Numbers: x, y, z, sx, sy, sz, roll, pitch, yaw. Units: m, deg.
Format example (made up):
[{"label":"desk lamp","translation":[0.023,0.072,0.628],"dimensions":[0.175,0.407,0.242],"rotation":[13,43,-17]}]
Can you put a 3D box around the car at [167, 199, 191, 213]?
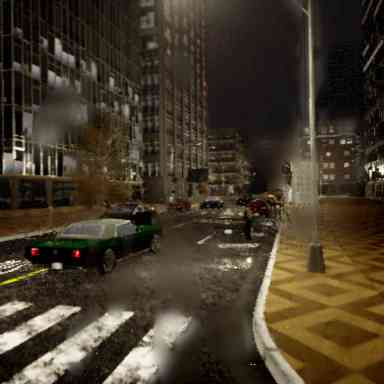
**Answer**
[{"label":"car","translation":[-1.278,1.354,33.807],"dimensions":[1.802,1.307,4.206],"rotation":[0,0,16]}]

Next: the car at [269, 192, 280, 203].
[{"label":"car","translation":[9.939,1.062,42.279],"dimensions":[1.752,1.417,4.829],"rotation":[0,0,16]}]

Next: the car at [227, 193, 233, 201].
[{"label":"car","translation":[6.496,1.056,60.317],"dimensions":[1.752,1.417,4.829],"rotation":[0,0,16]}]

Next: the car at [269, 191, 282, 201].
[{"label":"car","translation":[13.017,0.756,52.784],"dimensions":[2.192,1.841,5.009],"rotation":[0,0,16]}]

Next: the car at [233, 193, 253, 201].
[{"label":"car","translation":[6.522,1.085,39.861],"dimensions":[1.882,1.535,5.008],"rotation":[-1,0,16]}]

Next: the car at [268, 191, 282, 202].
[{"label":"car","translation":[14.582,0.708,58.118],"dimensions":[2.192,1.841,5.009],"rotation":[0,0,16]}]

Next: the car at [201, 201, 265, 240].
[{"label":"car","translation":[2.069,1.333,15.443],"dimensions":[2.008,1.369,4.403],"rotation":[0,0,16]}]

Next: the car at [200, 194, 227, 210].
[{"label":"car","translation":[2.231,1.262,36.526],"dimensions":[1.994,1.385,4.181],"rotation":[-1,0,17]}]

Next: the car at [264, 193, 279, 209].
[{"label":"car","translation":[8.327,1.132,36.782],"dimensions":[1.887,1.381,4.507],"rotation":[0,0,16]}]

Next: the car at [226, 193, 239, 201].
[{"label":"car","translation":[8.108,0.921,65.814],"dimensions":[1.967,1.590,4.097],"rotation":[0,0,16]}]

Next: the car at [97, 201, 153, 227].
[{"label":"car","translation":[-4.455,1.397,22.973],"dimensions":[1.752,1.417,4.829],"rotation":[0,0,16]}]

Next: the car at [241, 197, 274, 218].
[{"label":"car","translation":[5.198,1.267,26.113],"dimensions":[1.802,1.307,4.206],"rotation":[0,0,16]}]

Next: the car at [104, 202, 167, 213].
[{"label":"car","translation":[-3.355,1.364,17.555],"dimensions":[2.128,1.511,4.902],"rotation":[-1,0,16]}]

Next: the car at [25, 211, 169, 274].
[{"label":"car","translation":[-2.565,1.487,10.200],"dimensions":[1.895,1.301,4.718],"rotation":[-1,0,19]}]

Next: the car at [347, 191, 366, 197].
[{"label":"car","translation":[40.523,0.583,82.073],"dimensions":[4.097,1.590,1.967],"rotation":[0,-1,16]}]
